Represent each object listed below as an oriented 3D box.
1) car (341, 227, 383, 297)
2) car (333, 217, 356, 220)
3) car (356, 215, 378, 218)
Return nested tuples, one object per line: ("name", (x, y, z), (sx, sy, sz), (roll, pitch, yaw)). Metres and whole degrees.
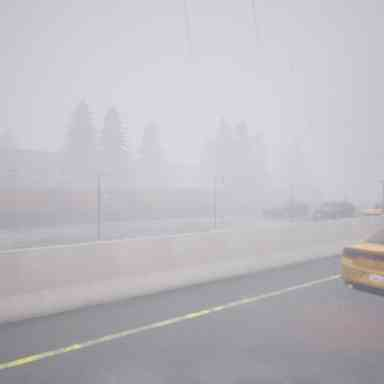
("car", (5.454, 1.448, 7.636), (5.008, 1.535, 1.882), (0, 0, -36))
("car", (10.889, 1.424, 25.324), (4.892, 1.490, 1.837), (0, 1, -41))
("car", (13.519, 1.395, 22.986), (5.008, 1.535, 1.882), (0, 1, -42))
